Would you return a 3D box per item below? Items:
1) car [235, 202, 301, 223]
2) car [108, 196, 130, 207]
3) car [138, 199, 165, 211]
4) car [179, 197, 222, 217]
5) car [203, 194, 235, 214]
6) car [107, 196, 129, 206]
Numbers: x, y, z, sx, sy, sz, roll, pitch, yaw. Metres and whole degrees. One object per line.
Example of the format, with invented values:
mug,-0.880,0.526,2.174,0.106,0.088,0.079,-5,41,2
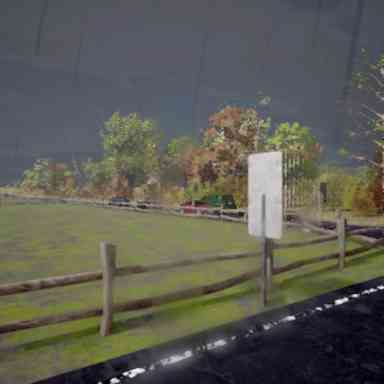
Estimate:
car,5.679,1.597,24.702,1.895,1.301,4.718,0,0,-35
car,-10.573,1.577,48.257,1.994,1.385,4.181,0,0,-34
car,-5.013,1.577,40.163,1.994,1.385,4.181,0,0,-34
car,0.496,1.533,32.188,1.812,1.442,4.674,0,0,-35
car,2.226,1.229,34.875,2.150,2.045,5.566,0,0,-35
car,-12.540,1.486,56.167,1.882,1.535,5.008,0,0,-34
